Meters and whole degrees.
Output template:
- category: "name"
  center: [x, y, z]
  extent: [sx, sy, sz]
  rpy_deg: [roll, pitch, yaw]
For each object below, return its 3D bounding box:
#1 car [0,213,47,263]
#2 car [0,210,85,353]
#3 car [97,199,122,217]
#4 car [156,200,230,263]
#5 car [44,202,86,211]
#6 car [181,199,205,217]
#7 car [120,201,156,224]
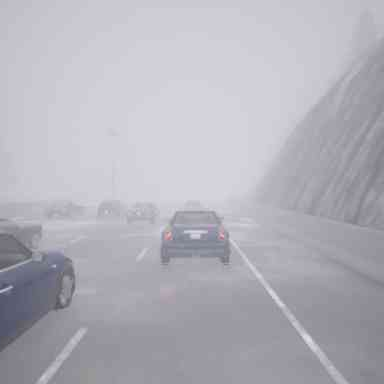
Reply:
- category: "car"
  center: [-6.899, 1.542, 11.259]
  extent: [1.895, 1.301, 4.718]
  rpy_deg: [0, 0, 0]
- category: "car"
  center: [-3.400, 1.326, 4.865]
  extent: [2.097, 1.767, 4.553]
  rpy_deg: [0, 0, 0]
- category: "car"
  center: [-6.896, 1.351, 29.221]
  extent: [1.837, 1.490, 4.892]
  rpy_deg: [0, 0, 0]
- category: "car"
  center: [0.101, 1.289, 11.791]
  extent: [2.097, 1.767, 4.553]
  rpy_deg: [0, 0, 0]
- category: "car"
  center: [-10.398, 1.456, 27.635]
  extent: [1.895, 1.301, 4.718]
  rpy_deg: [0, 0, 0]
- category: "car"
  center: [0.107, 1.407, 29.770]
  extent: [1.994, 1.385, 4.181]
  rpy_deg: [0, 0, 0]
- category: "car"
  center: [-3.398, 1.422, 23.693]
  extent: [2.033, 1.411, 5.357]
  rpy_deg: [0, 0, 0]
